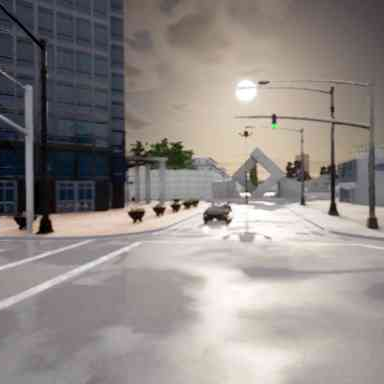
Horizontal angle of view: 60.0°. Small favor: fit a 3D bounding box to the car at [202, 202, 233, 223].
[{"bbox_3d":[2.029,1.449,24.676,2.033,1.411,5.357,-1,0,11],"label":"car"}]
